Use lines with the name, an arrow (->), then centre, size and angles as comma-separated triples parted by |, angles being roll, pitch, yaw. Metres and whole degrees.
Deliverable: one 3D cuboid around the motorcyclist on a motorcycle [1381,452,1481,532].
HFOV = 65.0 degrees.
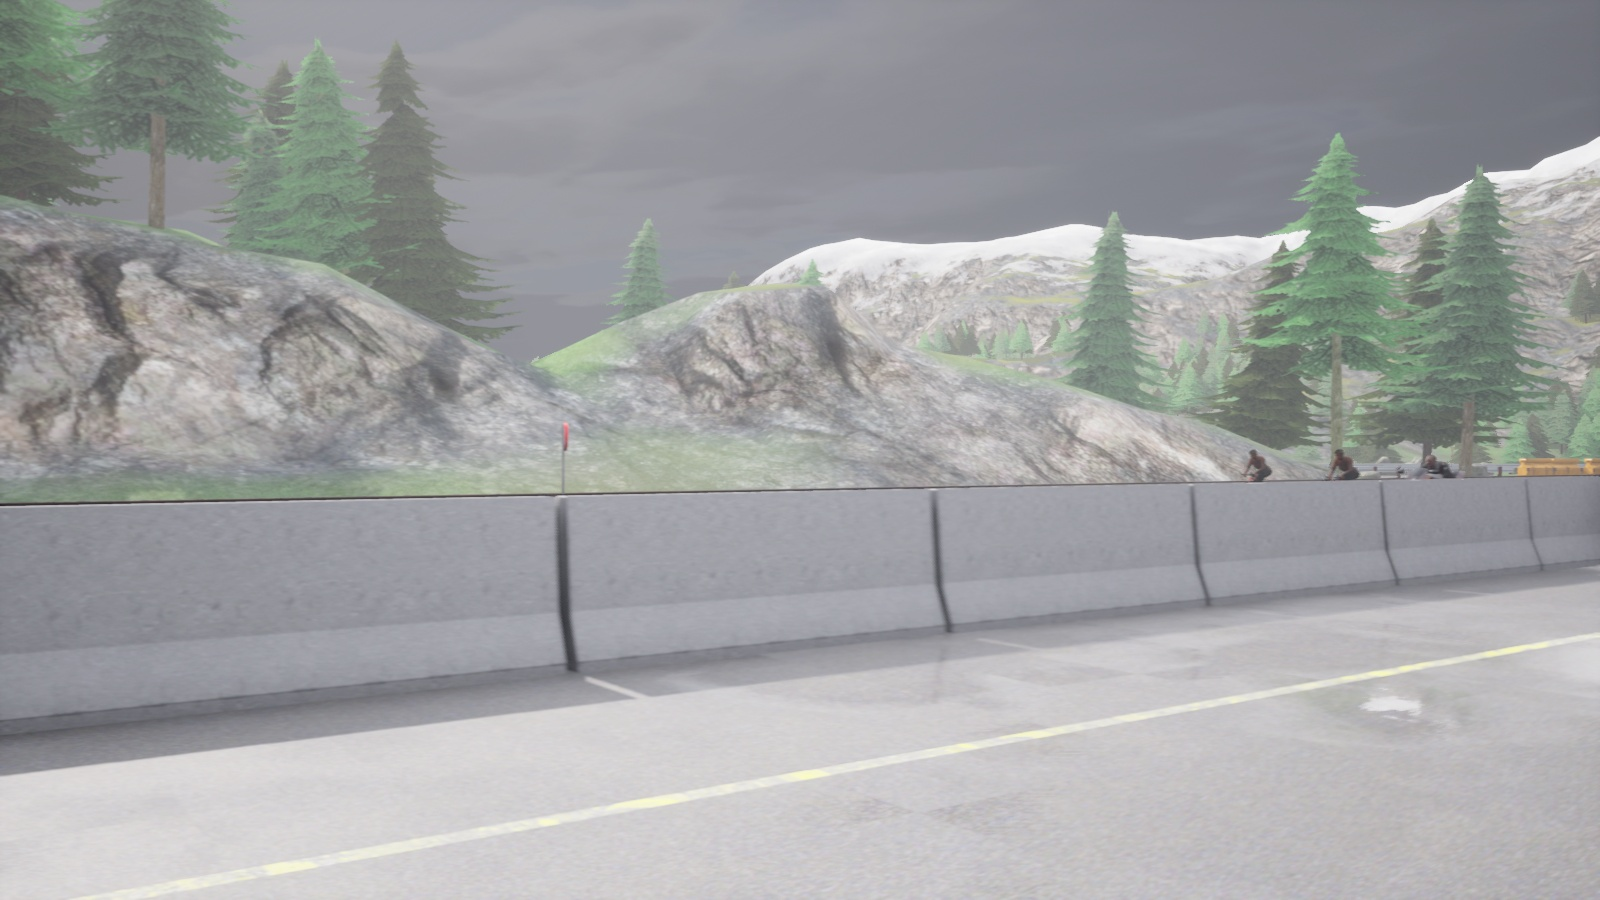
motorcyclist on a motorcycle -> 12.727, 0.815, 25.310 | 2.191, 1.530, 0.866 | 0, 0, -35
